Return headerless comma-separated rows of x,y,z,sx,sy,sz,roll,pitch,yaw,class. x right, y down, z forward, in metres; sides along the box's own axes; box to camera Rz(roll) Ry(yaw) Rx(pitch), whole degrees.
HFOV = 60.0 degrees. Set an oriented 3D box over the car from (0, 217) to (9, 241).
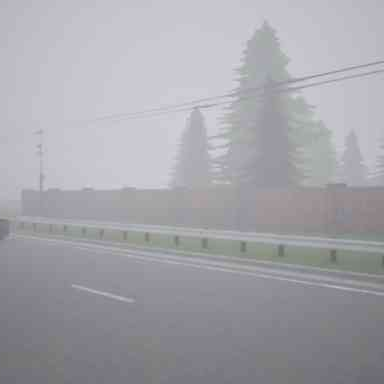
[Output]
-10.734,1.556,15.950,5.008,1.535,1.882,0,0,36,car
